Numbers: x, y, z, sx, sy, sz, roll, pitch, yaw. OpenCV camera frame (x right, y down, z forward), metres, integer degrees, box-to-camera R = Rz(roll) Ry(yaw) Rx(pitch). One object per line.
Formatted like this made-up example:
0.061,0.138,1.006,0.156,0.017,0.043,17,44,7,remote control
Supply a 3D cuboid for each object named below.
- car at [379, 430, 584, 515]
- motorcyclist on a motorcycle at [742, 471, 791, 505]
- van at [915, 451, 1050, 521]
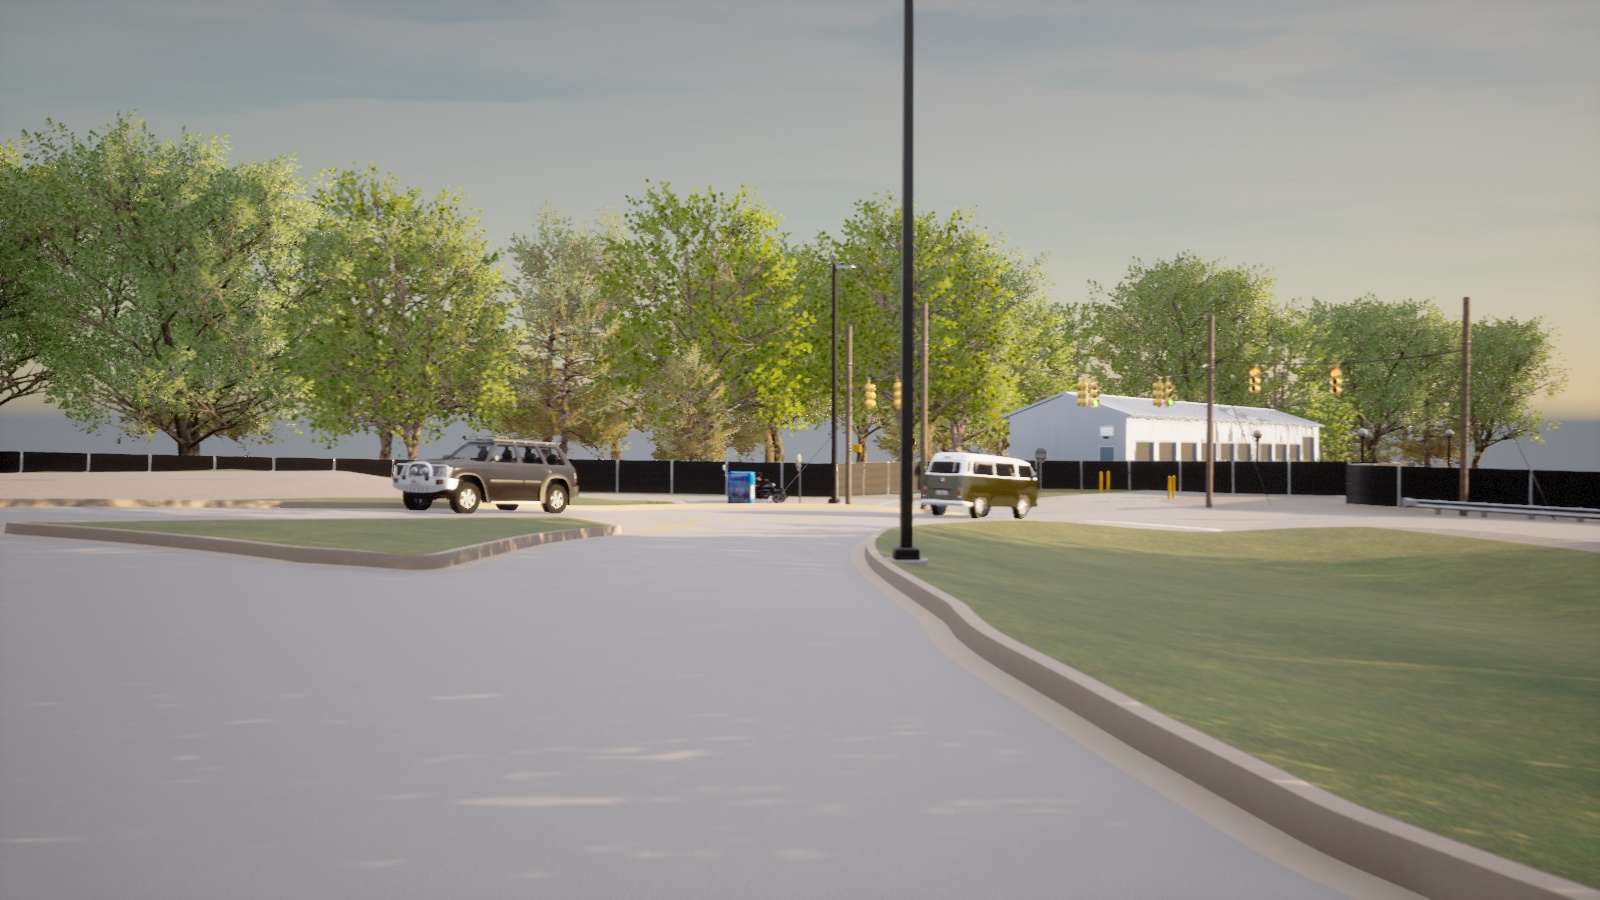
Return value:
-7.581,0.584,30.322,1.932,1.855,4.605,1,-2,34,car
-1.721,1.928,63.813,2.350,1.649,0.766,1,2,10,motorcyclist on a motorcycle
5.946,1.186,40.564,2.069,2.038,4.480,1,-2,43,van
